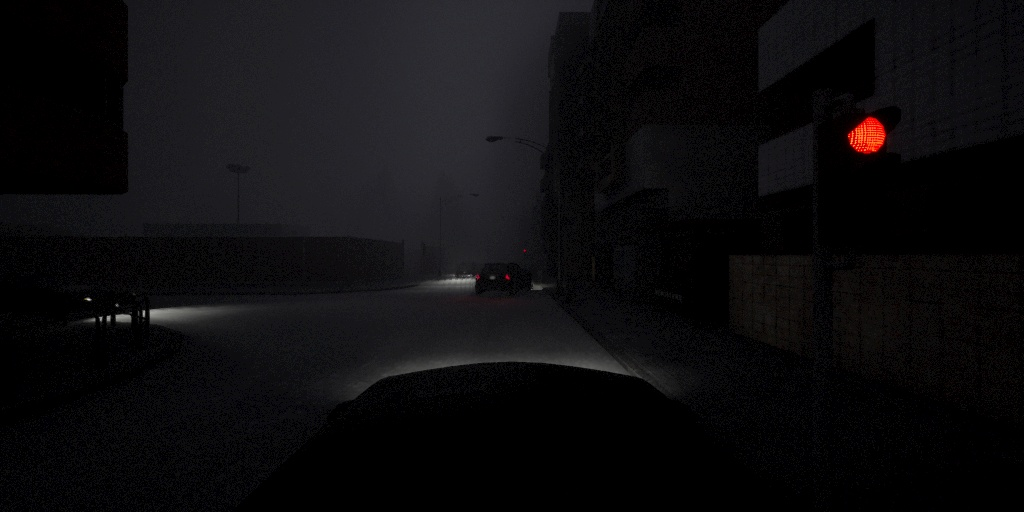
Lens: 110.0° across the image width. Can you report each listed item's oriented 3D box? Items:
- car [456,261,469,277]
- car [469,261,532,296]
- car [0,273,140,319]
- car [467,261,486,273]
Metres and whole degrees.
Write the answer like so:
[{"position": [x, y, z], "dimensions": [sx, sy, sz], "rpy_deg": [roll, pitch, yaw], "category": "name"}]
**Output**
[{"position": [-4.409, 1.241, 35.652], "dimensions": [2.128, 1.511, 4.902], "rpy_deg": [0, 0, 0], "category": "car"}, {"position": [-0.350, 1.102, 19.772], "dimensions": [2.097, 1.767, 4.553], "rpy_deg": [0, 0, 17], "category": "car"}, {"position": [-16.216, 1.297, 12.249], "dimensions": [5.357, 1.411, 2.033], "rpy_deg": [0, 0, 0], "category": "car"}, {"position": [-4.476, 1.351, 45.766], "dimensions": [1.895, 1.301, 4.718], "rpy_deg": [0, 0, 0], "category": "car"}]
